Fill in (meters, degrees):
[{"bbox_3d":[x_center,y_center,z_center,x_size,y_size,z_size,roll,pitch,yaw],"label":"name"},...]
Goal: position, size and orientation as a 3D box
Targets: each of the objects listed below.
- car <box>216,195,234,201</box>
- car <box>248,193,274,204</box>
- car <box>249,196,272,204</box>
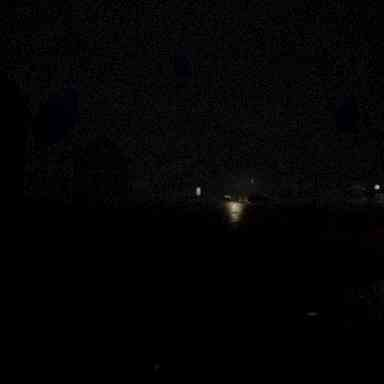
[{"bbox_3d":[7.939,1.475,79.713,1.895,1.301,4.718,3,-1,-35],"label":"car"},{"bbox_3d":[13.513,1.229,65.801,2.150,2.045,5.566,3,-1,-35],"label":"car"},{"bbox_3d":[14.460,1.609,70.505,1.837,1.490,4.892,3,-1,-35],"label":"car"}]
